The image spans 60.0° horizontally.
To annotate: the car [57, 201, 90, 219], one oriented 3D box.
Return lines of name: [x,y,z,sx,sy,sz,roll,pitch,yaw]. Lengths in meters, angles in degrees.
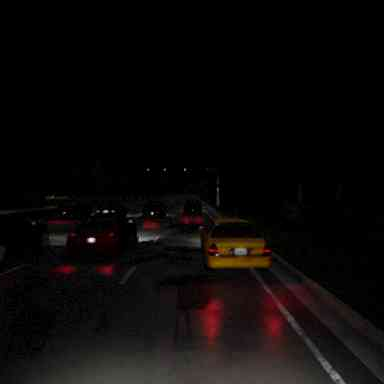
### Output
car: [-10.388,1.546,29.558,1.882,1.535,5.008,0,0,0]

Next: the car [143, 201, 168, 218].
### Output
car: [-3.389,1.575,30.773,1.837,1.490,4.892,0,0,0]

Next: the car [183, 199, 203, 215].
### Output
car: [0.071,1.572,34.821,2.128,1.511,4.902,0,0,0]

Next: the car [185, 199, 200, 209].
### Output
car: [0.053,1.671,46.913,1.994,1.385,4.181,0,0,0]

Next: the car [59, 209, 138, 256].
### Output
car: [-3.395,1.595,13.238,1.994,1.385,4.181,0,0,0]

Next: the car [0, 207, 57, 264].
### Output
car: [-6.896,1.505,11.852,1.882,1.535,5.008,0,0,0]

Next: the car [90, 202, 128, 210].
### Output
car: [-6.889,1.614,29.049,2.033,1.411,5.357,0,0,0]

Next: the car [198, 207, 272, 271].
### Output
car: [1.229,1.481,10.944,1.801,1.575,5.366,0,0,0]
